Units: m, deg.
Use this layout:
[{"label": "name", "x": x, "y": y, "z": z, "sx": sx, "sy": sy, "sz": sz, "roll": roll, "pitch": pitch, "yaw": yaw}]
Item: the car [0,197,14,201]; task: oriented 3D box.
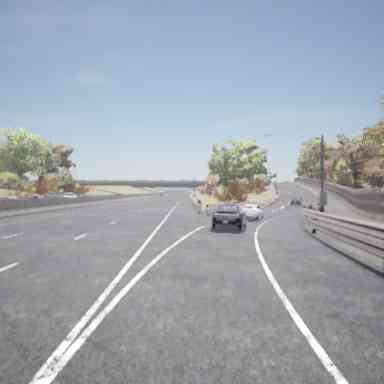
[{"label": "car", "x": -28.876, "y": 1.494, "z": 52.070, "sx": 1.895, "sy": 1.301, "sz": 4.718, "roll": 0, "pitch": 0, "yaw": 0}]

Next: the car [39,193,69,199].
[{"label": "car", "x": -21.899, "y": 1.273, "z": 53.108, "sx": 2.097, "sy": 1.767, "sz": 4.553, "roll": 0, "pitch": 0, "yaw": 0}]

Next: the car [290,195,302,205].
[{"label": "car", "x": 21.692, "y": 1.754, "z": 69.664, "sx": 2.097, "sy": 1.767, "sz": 4.553, "roll": 0, "pitch": 3, "yaw": 20}]

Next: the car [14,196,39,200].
[{"label": "car", "x": -25.392, "y": 1.411, "z": 52.166, "sx": 1.837, "sy": 1.490, "sz": 4.892, "roll": 0, "pitch": 0, "yaw": 0}]

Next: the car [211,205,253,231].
[{"label": "car", "x": 2.490, "y": 1.574, "z": 21.458, "sx": 2.128, "sy": 1.511, "sz": 4.902, "roll": 2, "pitch": -1, "yaw": 14}]

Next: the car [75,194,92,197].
[{"label": "car", "x": -22.118, "y": 1.290, "z": 69.236, "sx": 2.097, "sy": 1.767, "sz": 4.553, "roll": 0, "pitch": 0, "yaw": -1}]

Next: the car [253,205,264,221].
[{"label": "car", "x": 5.741, "y": 1.933, "z": 32.061, "sx": 1.812, "sy": 1.442, "sz": 4.674, "roll": 0, "pitch": -1, "yaw": 21}]

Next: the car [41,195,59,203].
[{"label": "car", "x": -29.106, "y": 1.407, "z": 68.333, "sx": 1.837, "sy": 1.490, "sz": 4.892, "roll": 0, "pitch": 0, "yaw": -1}]

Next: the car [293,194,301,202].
[{"label": "car", "x": 25.052, "y": 1.335, "z": 79.228, "sx": 1.812, "sy": 1.442, "sz": 4.674, "roll": 0, "pitch": 4, "yaw": 18}]

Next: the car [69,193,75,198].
[{"label": "car", "x": -25.605, "y": 1.146, "z": 68.371, "sx": 2.150, "sy": 2.045, "sz": 5.566, "roll": 0, "pitch": 0, "yaw": -1}]
